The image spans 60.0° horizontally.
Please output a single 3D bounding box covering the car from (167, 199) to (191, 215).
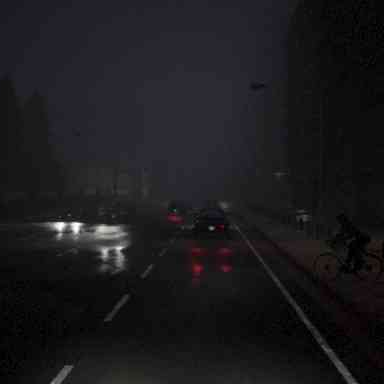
[{"bbox_3d":[-1.454,1.568,34.758,1.837,1.490,4.892,1,0,4],"label":"car"}]

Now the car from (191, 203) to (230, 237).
[{"bbox_3d":[1.101,1.578,18.463,1.812,1.442,4.674,1,0,3],"label":"car"}]

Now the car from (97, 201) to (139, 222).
[{"bbox_3d":[-5.534,1.509,26.551,2.128,1.511,4.902,1,0,3],"label":"car"}]

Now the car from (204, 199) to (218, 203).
[{"bbox_3d":[2.570,1.648,43.711,1.812,1.442,4.674,1,0,3],"label":"car"}]

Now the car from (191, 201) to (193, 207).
[{"bbox_3d":[-0.936,1.652,43.654,1.994,1.385,4.181,1,0,3],"label":"car"}]

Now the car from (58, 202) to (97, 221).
[{"bbox_3d":[-9.029,1.536,26.754,1.994,1.385,4.181,1,0,3],"label":"car"}]

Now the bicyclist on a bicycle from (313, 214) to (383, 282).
[{"bbox_3d":[3.749,1.356,7.983,1.656,1.620,0.582,1,0,3],"label":"bicyclist on a bicycle"}]
